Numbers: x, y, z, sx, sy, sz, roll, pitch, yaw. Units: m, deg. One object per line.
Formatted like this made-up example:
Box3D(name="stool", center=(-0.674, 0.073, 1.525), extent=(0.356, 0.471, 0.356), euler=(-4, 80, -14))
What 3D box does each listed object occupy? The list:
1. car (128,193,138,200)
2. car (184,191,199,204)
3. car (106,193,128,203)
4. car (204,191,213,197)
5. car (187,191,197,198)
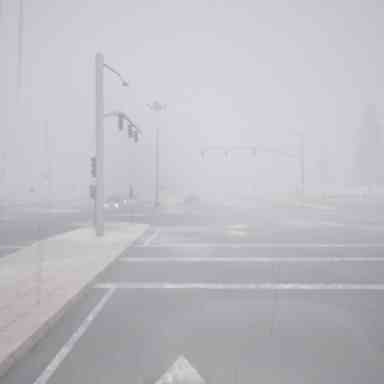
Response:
Box3D(name="car", center=(-11.502, 0.794, 62.671), extent=(1.895, 1.301, 4.718), euler=(0, 1, 0))
Box3D(name="car", center=(0.002, 0.924, 46.654), extent=(1.812, 1.442, 4.674), euler=(0, 1, 0))
Box3D(name="car", center=(-11.539, 0.952, 50.323), extent=(1.895, 1.301, 4.718), euler=(0, 1, 1))
Box3D(name="car", center=(3.503, 0.503, 72.117), extent=(1.895, 1.301, 4.718), euler=(0, 1, 0))
Box3D(name="car", center=(0.003, 0.461, 72.085), extent=(1.994, 1.385, 4.181), euler=(0, 1, 0))
